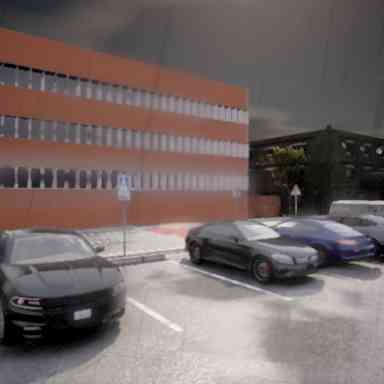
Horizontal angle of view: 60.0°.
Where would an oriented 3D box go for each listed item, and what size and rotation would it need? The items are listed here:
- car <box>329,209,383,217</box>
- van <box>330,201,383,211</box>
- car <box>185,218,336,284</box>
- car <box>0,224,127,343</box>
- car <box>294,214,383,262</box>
[{"bbox_3d":[6.157,1.626,13.421,2.163,1.488,4.792,1,0,-36],"label":"car"},{"bbox_3d":[8.544,1.396,14.946,1.878,1.987,4.442,1,0,-36],"label":"van"},{"bbox_3d":[1.574,1.586,10.115,2.002,1.452,4.674,1,0,-36],"label":"car"},{"bbox_3d":[-3.026,1.494,6.833,2.097,1.535,5.008,1,0,-36],"label":"car"},{"bbox_3d":[3.876,1.612,11.753,2.002,1.452,4.674,1,0,-36],"label":"car"}]
